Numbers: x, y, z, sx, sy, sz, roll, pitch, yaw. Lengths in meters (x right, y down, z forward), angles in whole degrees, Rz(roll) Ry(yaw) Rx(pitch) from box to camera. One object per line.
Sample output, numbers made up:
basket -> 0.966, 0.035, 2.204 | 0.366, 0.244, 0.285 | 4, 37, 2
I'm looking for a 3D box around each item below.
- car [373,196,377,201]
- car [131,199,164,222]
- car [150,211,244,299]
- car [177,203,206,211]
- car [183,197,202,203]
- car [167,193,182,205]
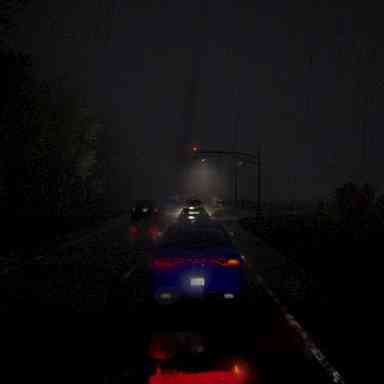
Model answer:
car -> 19.918, 1.497, 40.730 | 5.566, 2.045, 2.150 | 1, -1, 0
car -> -3.390, 1.357, 26.110 | 2.097, 1.767, 4.553 | 0, 0, 0
car -> 0.103, 1.480, 8.501 | 1.882, 1.535, 5.008 | 0, 0, 0
car -> 0.110, 1.552, 18.177 | 2.033, 1.411, 5.357 | 0, 0, 0
car -> 0.351, 1.510, 52.244 | 1.837, 1.490, 4.892 | -2, 0, -10
car -> -3.378, 1.228, 60.426 | 2.150, 2.045, 5.566 | 0, 0, 0
